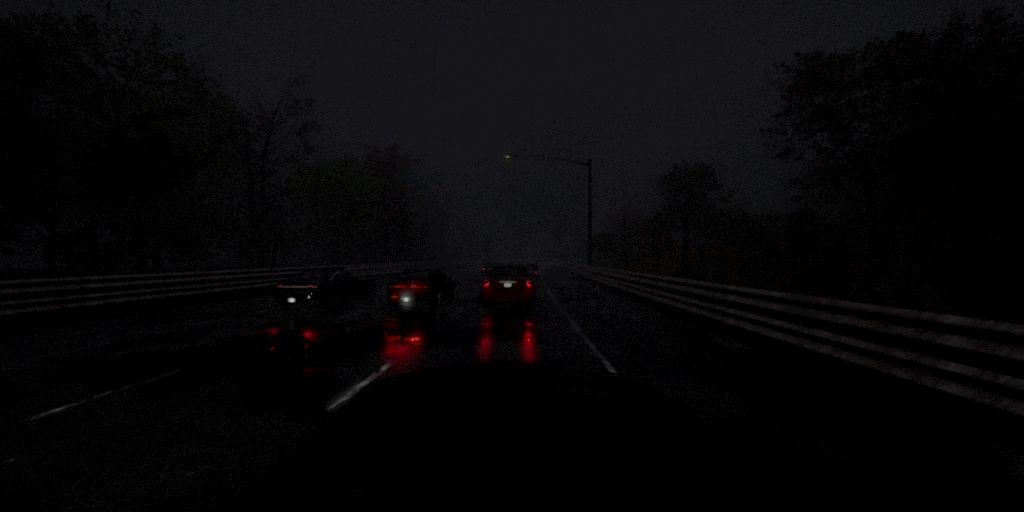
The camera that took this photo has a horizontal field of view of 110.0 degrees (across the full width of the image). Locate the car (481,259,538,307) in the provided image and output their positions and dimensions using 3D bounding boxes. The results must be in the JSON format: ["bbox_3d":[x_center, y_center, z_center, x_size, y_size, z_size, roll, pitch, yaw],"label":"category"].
[{"bbox_3d":[-0.043,1.128,15.720,2.097,1.767,4.553,0,0,3],"label":"car"}]

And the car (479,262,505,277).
[{"bbox_3d":[-2.009,1.368,37.945,2.033,1.411,5.357,0,0,5],"label":"car"}]

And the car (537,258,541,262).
[{"bbox_3d":[2.854,1.395,52.407,1.812,1.442,4.674,0,0,6],"label":"car"}]

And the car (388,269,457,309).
[{"bbox_3d":[-3.582,1.270,15.016,1.837,1.490,4.892,0,0,3],"label":"car"}]

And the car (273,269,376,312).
[{"bbox_3d":[-7.130,1.242,14.247,2.128,1.511,4.902,0,0,3],"label":"car"}]
